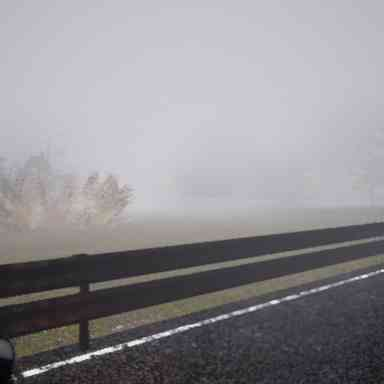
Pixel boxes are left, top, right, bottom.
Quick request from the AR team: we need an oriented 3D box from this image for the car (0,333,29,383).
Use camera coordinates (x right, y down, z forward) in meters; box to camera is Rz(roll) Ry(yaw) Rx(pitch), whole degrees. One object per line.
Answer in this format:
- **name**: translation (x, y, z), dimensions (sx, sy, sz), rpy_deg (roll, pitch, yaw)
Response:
- **car**: translation (-3.177, 1.529, 1.296), dimensions (4.674, 1.442, 1.812), rpy_deg (0, 0, -36)
